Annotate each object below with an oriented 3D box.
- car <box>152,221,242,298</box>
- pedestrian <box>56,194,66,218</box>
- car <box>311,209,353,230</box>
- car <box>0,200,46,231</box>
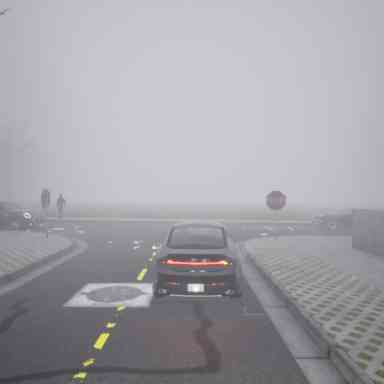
[{"bbox_3d":[0.176,1.503,8.500,1.837,1.490,4.892,0,0,3],"label":"car"},{"bbox_3d":[-9.685,0.997,24.504,0.375,1.860,0.375,0,-1,0],"label":"pedestrian"},{"bbox_3d":[10.344,1.755,21.726,4.718,1.301,1.895,1,0,-1],"label":"car"},{"bbox_3d":[-10.560,1.220,18.508,4.553,1.767,2.097,1,0,3],"label":"car"}]
